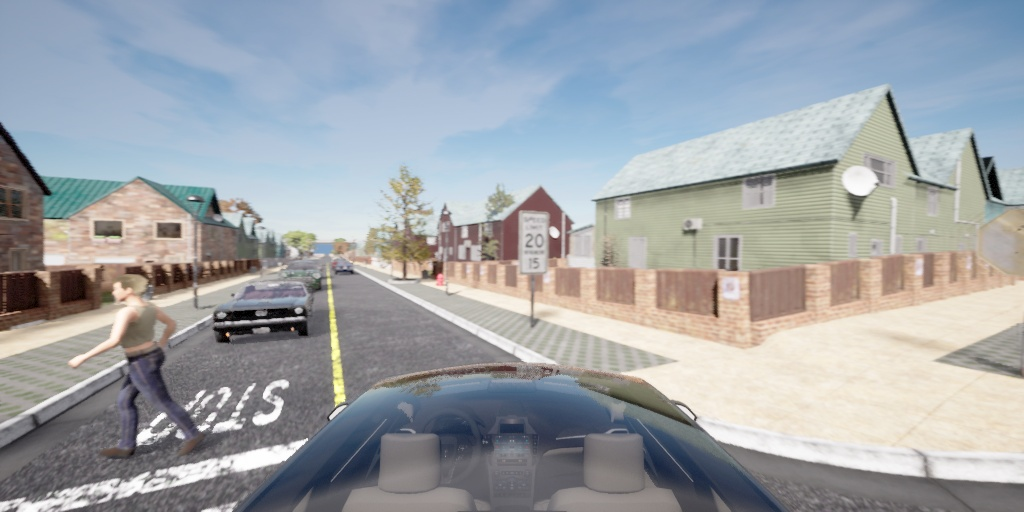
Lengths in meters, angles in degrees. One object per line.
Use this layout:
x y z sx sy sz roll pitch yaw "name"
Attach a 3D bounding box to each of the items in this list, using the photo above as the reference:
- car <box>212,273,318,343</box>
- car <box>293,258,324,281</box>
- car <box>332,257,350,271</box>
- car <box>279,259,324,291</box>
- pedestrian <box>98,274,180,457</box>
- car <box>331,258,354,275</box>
-6.631 1.354 9.999 1.895 1.301 4.718 0 0 -27 "car"
-17.367 1.058 30.839 2.097 1.767 4.553 0 0 -27 "car"
-23.101 1.024 48.296 2.097 1.767 4.553 0 0 -26 "car"
-12.425 1.079 21.225 2.097 1.767 4.553 0 0 -27 "car"
-3.654 1.063 3.529 0.375 1.860 0.375 -2 3 -27 "pedestrian"
-18.139 1.238 38.704 2.033 1.411 5.357 0 0 -27 "car"
